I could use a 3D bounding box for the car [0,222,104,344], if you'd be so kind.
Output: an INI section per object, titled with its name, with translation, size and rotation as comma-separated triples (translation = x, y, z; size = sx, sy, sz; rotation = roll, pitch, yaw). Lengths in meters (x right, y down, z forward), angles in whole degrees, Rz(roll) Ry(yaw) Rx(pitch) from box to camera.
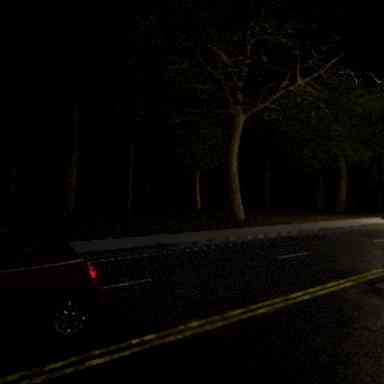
[car]
translation = -3.761, 1.388, 4.935
size = 4.553, 1.767, 2.097
rotation = 1, -1, -37
